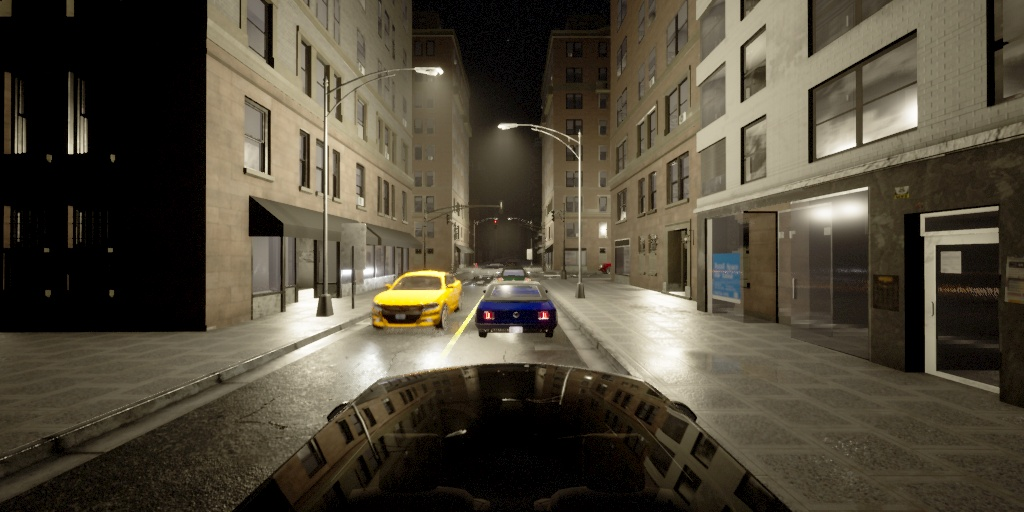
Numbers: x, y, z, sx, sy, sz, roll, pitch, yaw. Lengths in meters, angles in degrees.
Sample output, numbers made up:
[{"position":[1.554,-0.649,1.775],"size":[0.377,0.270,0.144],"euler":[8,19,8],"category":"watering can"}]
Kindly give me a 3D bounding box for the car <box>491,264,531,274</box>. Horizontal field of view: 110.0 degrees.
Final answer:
[{"position":[0.092,1.321,20.073],"size":[1.994,1.385,4.181],"euler":[0,0,0],"category":"car"}]

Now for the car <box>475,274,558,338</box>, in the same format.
[{"position":[0.099,1.352,10.184],"size":[1.895,1.301,4.718],"euler":[0,0,0],"category":"car"}]

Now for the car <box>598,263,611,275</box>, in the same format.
[{"position":[12.255,1.103,39.970],"size":[5.009,1.841,2.192],"euler":[0,0,0],"category":"car"}]

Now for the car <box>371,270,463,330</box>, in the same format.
[{"position":[-2.754,1.230,11.343],"size":[1.882,1.535,5.008],"euler":[0,0,0],"category":"car"}]

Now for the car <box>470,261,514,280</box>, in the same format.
[{"position":[-1.749,1.368,30.704],"size":[1.895,1.301,4.718],"euler":[0,0,21],"category":"car"}]
